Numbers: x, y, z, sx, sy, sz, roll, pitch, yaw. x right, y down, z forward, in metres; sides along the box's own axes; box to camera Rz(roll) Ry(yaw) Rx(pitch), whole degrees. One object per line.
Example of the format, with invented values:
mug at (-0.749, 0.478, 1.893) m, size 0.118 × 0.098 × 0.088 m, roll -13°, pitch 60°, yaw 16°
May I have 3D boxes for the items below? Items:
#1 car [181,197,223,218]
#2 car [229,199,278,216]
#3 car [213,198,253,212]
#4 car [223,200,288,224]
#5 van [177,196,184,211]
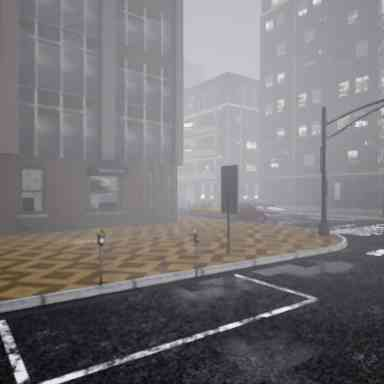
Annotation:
car at (1.316, 1.449, 28.713) m, size 1.752 × 1.417 × 4.829 m, roll 0°, pitch 0°, yaw -36°
car at (5.883, 1.472, 32.296) m, size 1.812 × 1.442 × 4.674 m, roll 0°, pitch 0°, yaw -36°
car at (4.626, 1.473, 38.476) m, size 1.752 × 1.417 × 4.829 m, roll 0°, pitch 0°, yaw -36°
car at (4.517, 1.516, 24.249) m, size 1.802 × 1.307 × 4.206 m, roll 0°, pitch 0°, yaw -36°
van at (-2.083, 1.256, 33.454) m, size 1.690 × 1.788 × 3.998 m, roll 0°, pitch 0°, yaw -36°
